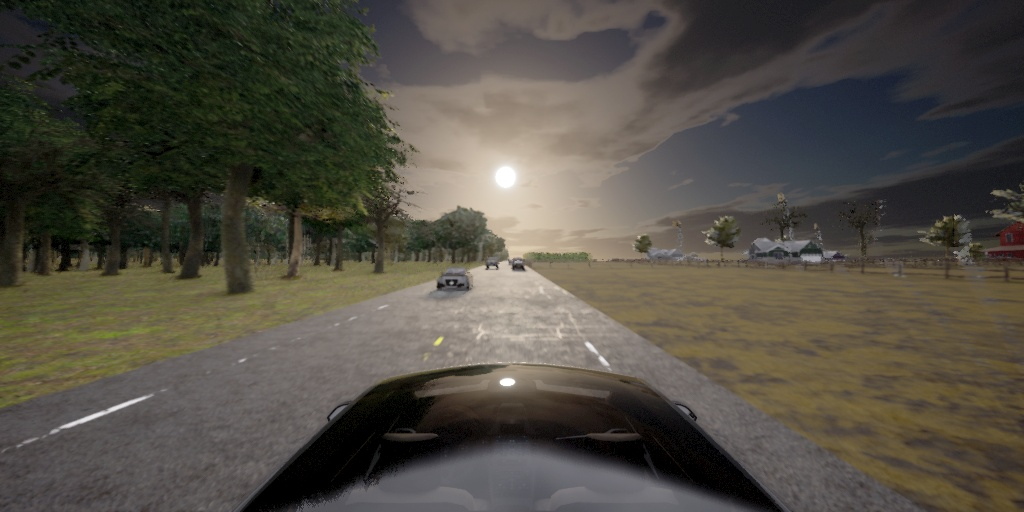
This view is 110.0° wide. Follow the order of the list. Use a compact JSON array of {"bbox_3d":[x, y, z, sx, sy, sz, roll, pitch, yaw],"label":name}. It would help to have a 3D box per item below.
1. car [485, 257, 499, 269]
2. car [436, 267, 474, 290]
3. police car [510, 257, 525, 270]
[{"bbox_3d":[-3.514,1.230,64.581,2.150,2.045,5.566,0,0,0],"label":"car"},{"bbox_3d":[-3.593,1.425,23.306,1.994,1.385,4.181,0,0,0],"label":"car"},{"bbox_3d":[1.044,1.415,58.374,1.930,1.638,5.238,0,0,0],"label":"police car"}]
